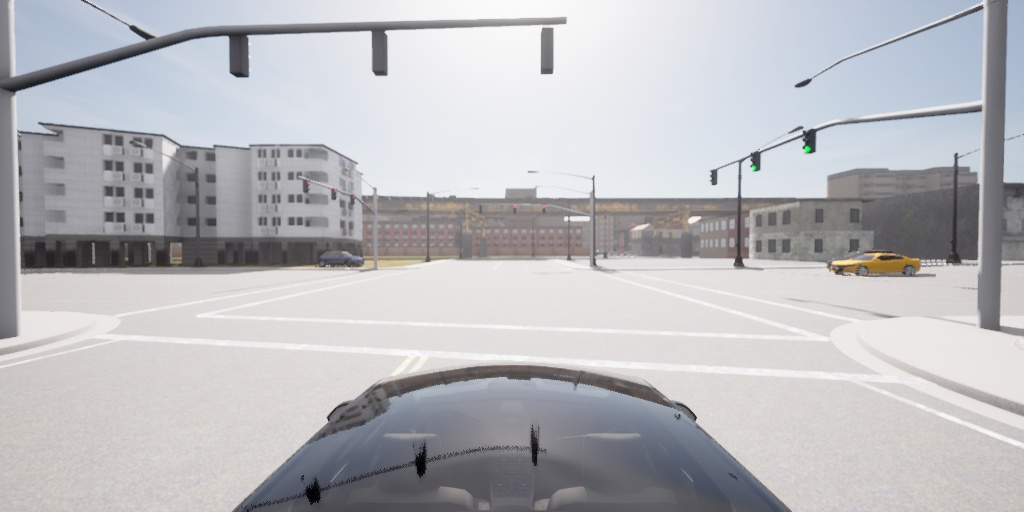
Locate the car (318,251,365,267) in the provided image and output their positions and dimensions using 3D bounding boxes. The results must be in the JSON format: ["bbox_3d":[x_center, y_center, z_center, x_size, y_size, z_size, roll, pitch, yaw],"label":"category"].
[{"bbox_3d":[-18.231,0.279,38.424,4.553,1.767,2.097,0,1,8],"label":"car"}]

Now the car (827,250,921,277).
[{"bbox_3d":[24.990,0.567,24.760,5.008,1.535,1.882,-1,1,1],"label":"car"}]

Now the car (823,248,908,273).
[{"bbox_3d":[27.649,0.335,28.203,4.553,1.767,2.097,-1,1,1],"label":"car"}]
